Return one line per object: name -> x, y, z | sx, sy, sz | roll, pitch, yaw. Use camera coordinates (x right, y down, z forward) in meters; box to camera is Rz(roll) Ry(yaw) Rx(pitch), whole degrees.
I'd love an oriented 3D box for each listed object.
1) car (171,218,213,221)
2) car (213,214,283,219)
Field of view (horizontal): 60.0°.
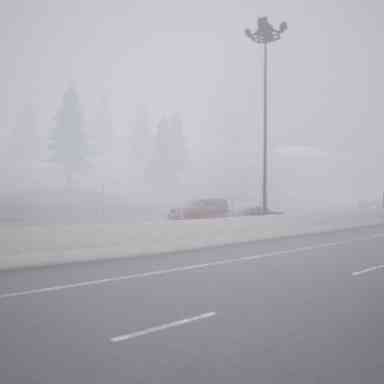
car -> 0.666, 1.487, 26.838 | 5.566, 2.045, 2.150 | 1, -1, -39
car -> 4.508, 1.816, 24.806 | 5.357, 1.411, 2.033 | 1, -1, -32
